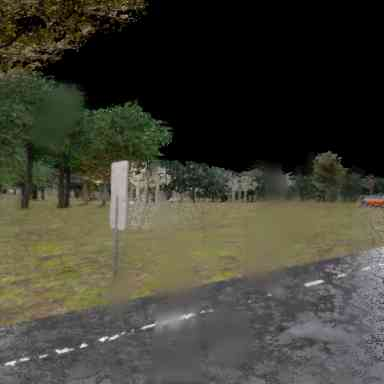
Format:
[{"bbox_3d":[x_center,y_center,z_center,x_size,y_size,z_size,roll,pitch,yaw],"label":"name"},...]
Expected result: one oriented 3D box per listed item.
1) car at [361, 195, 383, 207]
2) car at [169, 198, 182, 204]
[{"bbox_3d":[26.080,1.261,46.023,2.097,1.767,4.553,2,-2,-36],"label":"car"},{"bbox_3d":[-4.677,2.391,92.912,2.097,1.767,4.553,2,-2,-28],"label":"car"}]
